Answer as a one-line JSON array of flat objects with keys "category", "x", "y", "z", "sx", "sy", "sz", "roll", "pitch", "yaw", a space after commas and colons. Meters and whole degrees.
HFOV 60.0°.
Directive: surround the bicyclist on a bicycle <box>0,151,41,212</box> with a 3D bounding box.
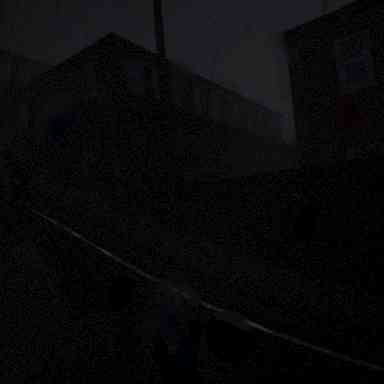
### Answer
[{"category": "bicyclist on a bicycle", "x": -4.810, "y": -0.264, "z": 8.866, "sx": 0.582, "sy": 1.620, "sz": 1.656, "roll": 14, "pitch": 9, "yaw": 40}]
